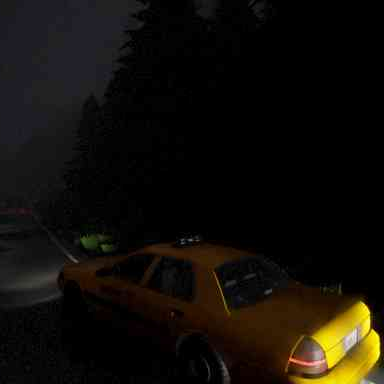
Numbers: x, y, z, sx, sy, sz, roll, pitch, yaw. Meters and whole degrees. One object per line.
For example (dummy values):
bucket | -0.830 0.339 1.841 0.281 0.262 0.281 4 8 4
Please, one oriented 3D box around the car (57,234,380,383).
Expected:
car | -0.257 1.417 5.085 5.366 1.575 1.801 1 1 44

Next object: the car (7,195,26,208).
car | -21.136 1.058 40.062 2.128 1.511 4.902 -2 2 -26
